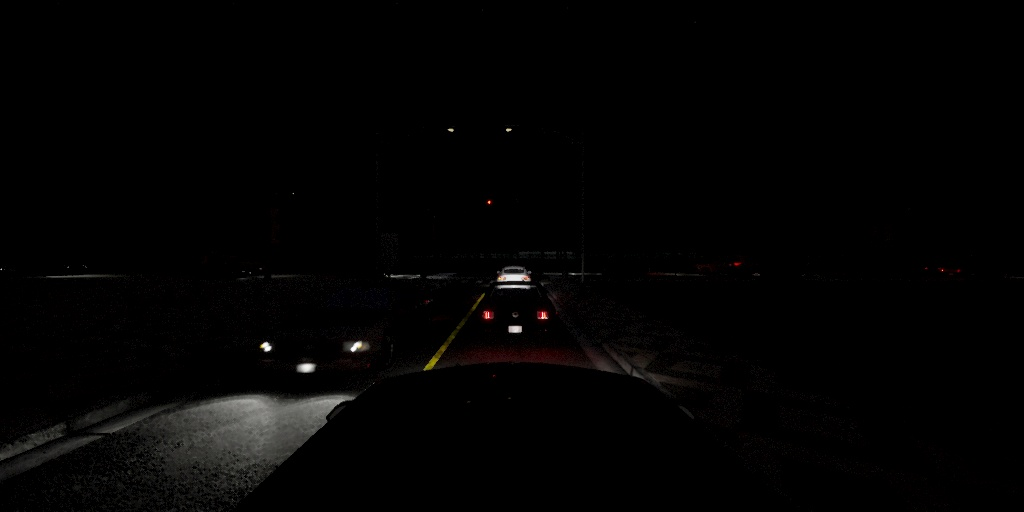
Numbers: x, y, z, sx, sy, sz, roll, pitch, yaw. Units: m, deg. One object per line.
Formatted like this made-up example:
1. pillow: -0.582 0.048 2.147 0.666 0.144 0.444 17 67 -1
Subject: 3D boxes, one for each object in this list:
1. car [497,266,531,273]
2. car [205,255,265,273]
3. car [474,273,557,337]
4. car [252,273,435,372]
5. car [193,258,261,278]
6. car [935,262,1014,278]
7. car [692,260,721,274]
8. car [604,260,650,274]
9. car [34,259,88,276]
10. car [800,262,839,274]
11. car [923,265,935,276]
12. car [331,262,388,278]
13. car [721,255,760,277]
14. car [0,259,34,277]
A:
1. car: 0.113 1.274 20.221 1.812 1.442 4.674 0 0 1
2. car: -28.324 0.955 36.447 5.566 2.045 2.150 0 0 0
3. car: 0.108 1.350 10.237 1.895 1.301 4.718 0 0 1
4. car: -3.085 1.297 8.041 2.033 1.411 5.357 0 0 0
5. car: -26.614 1.249 33.185 4.892 1.490 1.837 2 0 0
6. car: 42.296 1.372 32.672 4.718 1.301 1.895 0 0 1
7. car: 22.479 1.217 39.489 5.008 1.535 1.882 0 0 0
8. car: 12.633 1.231 39.575 4.902 1.511 2.128 0 0 0
9. car: -46.024 1.057 36.224 4.553 1.767 2.097 0 0 -2
10. car: 32.804 1.340 39.394 4.718 1.301 1.895 0 0 1
11. car: 44.644 1.304 35.885 5.357 1.411 2.033 0 0 1
12. car: -13.976 1.363 33.092 4.718 1.301 1.895 0 0 1
13. car: 24.630 0.975 36.022 5.566 2.045 2.150 0 0 0
14. car: -48.089 1.208 32.923 4.902 1.511 2.128 0 0 -2
